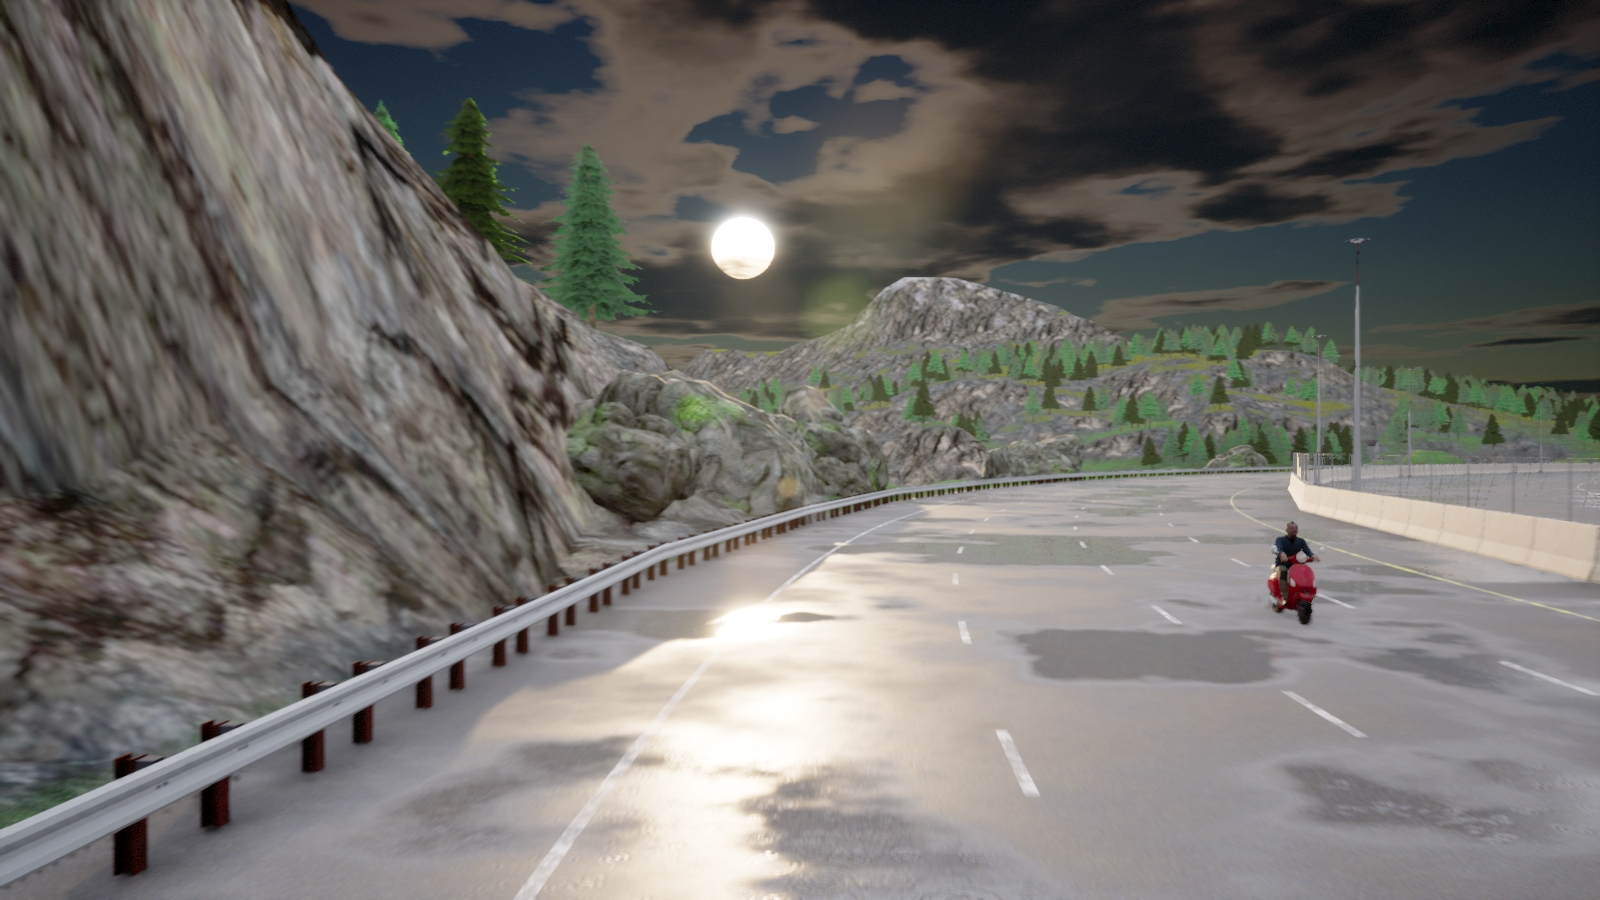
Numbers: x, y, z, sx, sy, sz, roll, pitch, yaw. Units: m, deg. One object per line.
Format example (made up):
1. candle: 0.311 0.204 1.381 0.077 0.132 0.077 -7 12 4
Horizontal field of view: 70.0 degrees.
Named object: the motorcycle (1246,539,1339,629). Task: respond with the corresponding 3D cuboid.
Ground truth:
1. motorcycle: 8.146 2.193 18.982 0.856 1.236 1.805 3 0 5
